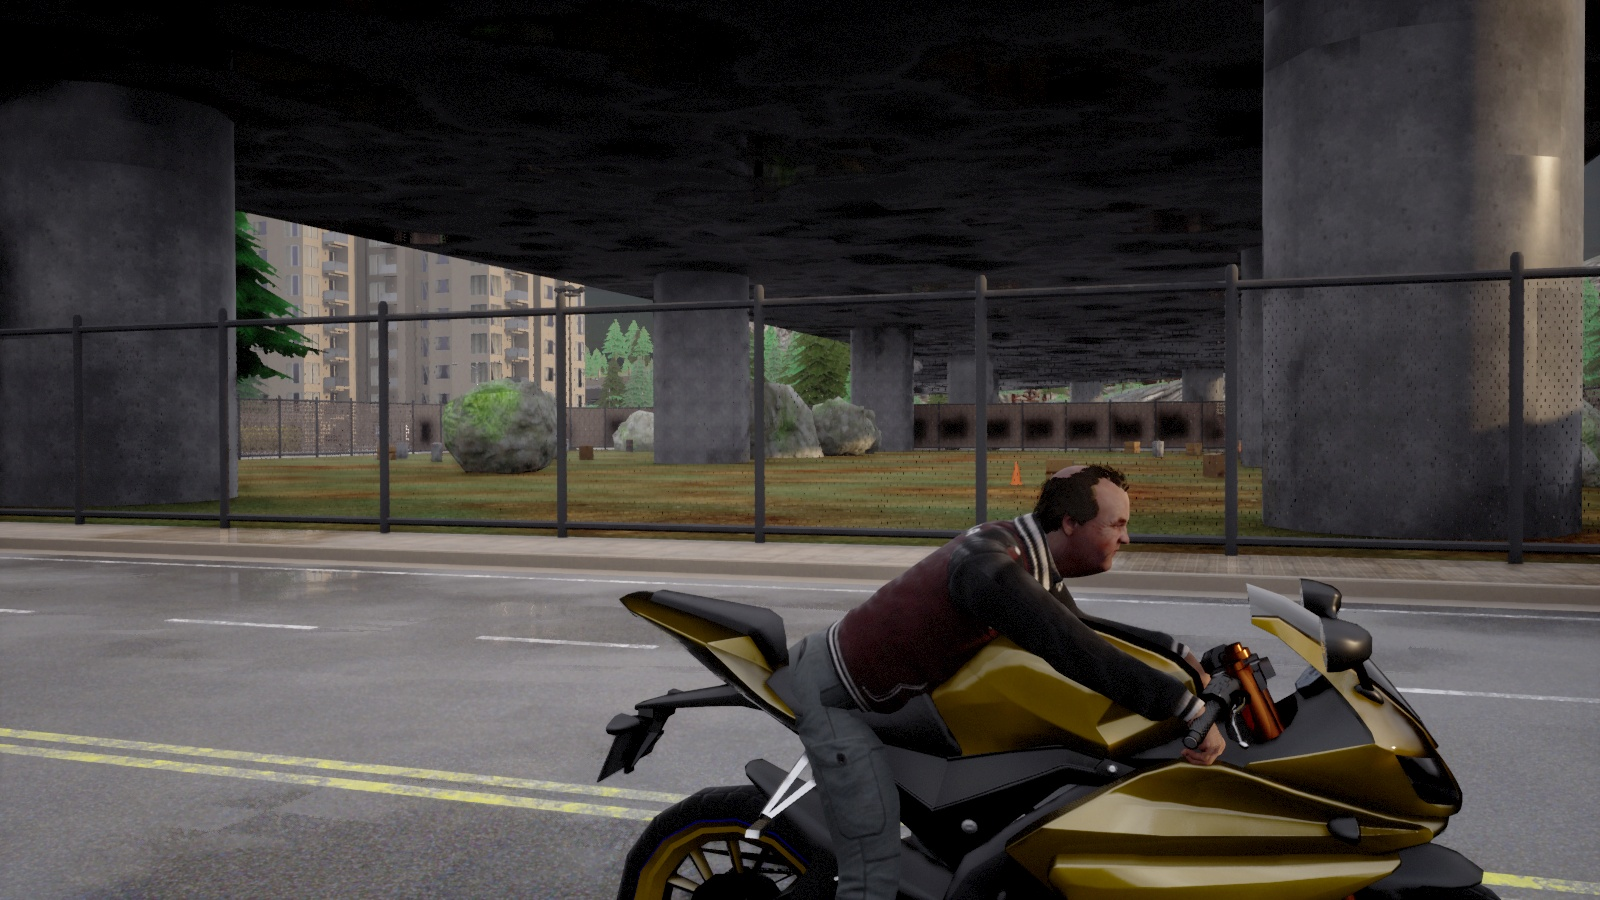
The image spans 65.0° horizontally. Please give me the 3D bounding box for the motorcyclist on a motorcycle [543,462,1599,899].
[{"bbox_3d":[0.575,0.816,3.000,2.191,1.530,0.866,1,1,19],"label":"motorcyclist on a motorcycle"}]
